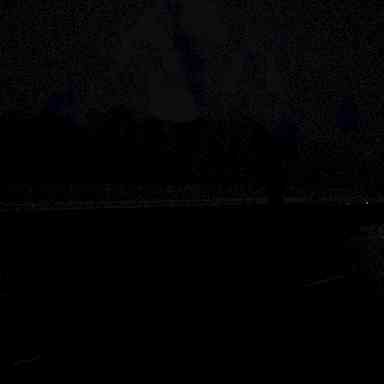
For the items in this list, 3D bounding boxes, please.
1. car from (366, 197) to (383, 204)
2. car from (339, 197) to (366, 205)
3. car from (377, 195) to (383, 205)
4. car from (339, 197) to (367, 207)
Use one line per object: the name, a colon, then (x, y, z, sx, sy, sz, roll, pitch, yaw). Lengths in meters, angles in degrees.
car: (25.073, 1.519, 43.322, 4.674, 1.442, 1.812, 0, 0, -35)
car: (22.006, 1.501, 45.444, 4.892, 1.490, 1.837, 1, 0, -35)
car: (34.907, 1.346, 58.847, 4.553, 1.767, 2.097, 0, 0, -35)
car: (25.169, 1.501, 51.937, 4.892, 1.490, 1.837, 1, 0, -35)
